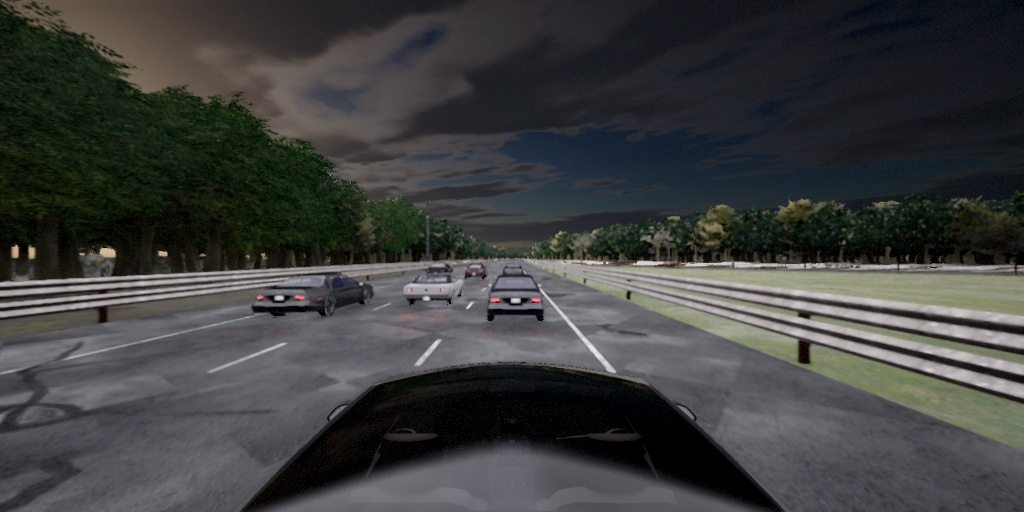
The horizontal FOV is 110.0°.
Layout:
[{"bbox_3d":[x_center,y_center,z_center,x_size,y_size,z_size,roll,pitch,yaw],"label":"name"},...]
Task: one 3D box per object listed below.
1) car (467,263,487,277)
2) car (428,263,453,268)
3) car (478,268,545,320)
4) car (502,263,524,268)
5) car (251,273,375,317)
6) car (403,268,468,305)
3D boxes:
[{"bbox_3d":[-3.386,1.411,34.202,1.812,1.442,4.674,0,0,0],"label":"car"},{"bbox_3d":[-6.886,1.365,34.726,1.882,1.535,5.008,0,0,0],"label":"car"},{"bbox_3d":[0.107,1.339,12.817,2.033,1.411,5.357,0,0,0],"label":"car"},{"bbox_3d":[0.113,1.371,33.119,2.128,1.511,4.902,0,0,0],"label":"car"},{"bbox_3d":[-6.904,1.313,13.164,2.033,1.411,5.357,0,0,0],"label":"car"},{"bbox_3d":[-3.402,1.408,16.493,1.895,1.301,4.718,0,0,0],"label":"car"}]
